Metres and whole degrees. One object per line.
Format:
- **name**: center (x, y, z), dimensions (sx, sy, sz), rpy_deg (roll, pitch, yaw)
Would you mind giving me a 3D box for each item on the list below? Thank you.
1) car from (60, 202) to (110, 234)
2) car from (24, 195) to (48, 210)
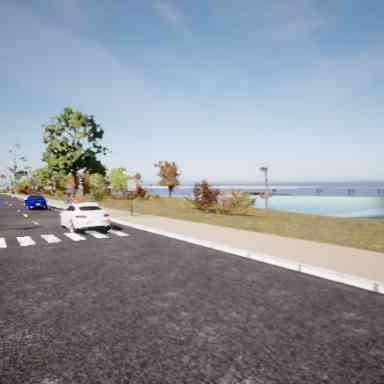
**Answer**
- **car**: center (-5.740, 1.276, 17.658), dimensions (1.812, 1.442, 4.674), rpy_deg (-2, 1, -31)
- **car**: center (-16.866, 1.069, 35.852), dimensions (1.882, 1.535, 5.008), rpy_deg (-2, 1, -31)
